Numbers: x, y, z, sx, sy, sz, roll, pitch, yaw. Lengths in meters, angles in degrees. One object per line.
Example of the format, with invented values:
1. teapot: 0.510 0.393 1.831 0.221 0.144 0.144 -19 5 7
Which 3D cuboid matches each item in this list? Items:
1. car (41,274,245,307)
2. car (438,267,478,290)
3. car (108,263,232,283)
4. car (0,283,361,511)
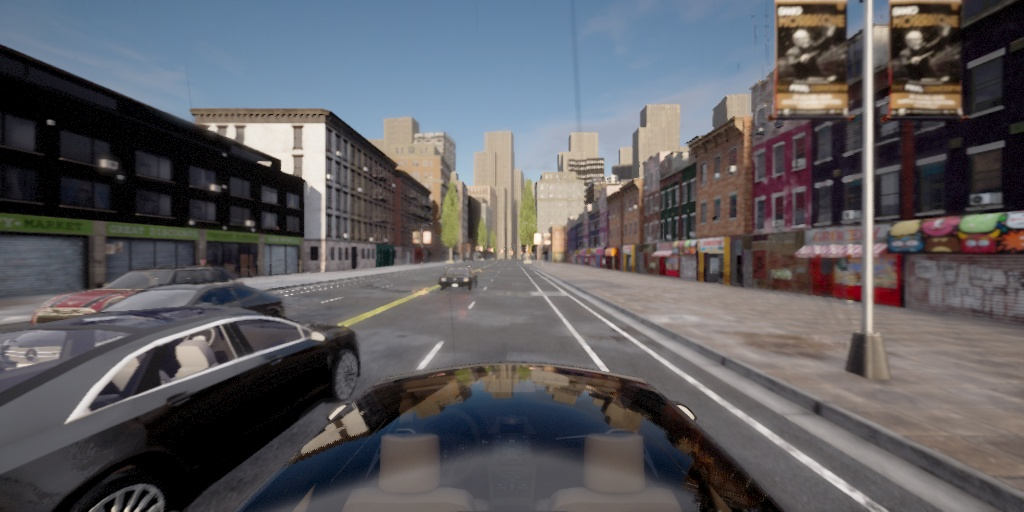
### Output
1. car: -6.589 1.271 7.214 1.812 1.442 4.674 0 0 0
2. car: -3.153 1.338 22.049 1.895 1.301 4.718 0 0 0
3. car: -9.831 1.096 10.062 2.097 1.767 4.553 0 0 0
4. car: -3.153 1.240 3.419 2.128 1.511 4.902 0 0 0
